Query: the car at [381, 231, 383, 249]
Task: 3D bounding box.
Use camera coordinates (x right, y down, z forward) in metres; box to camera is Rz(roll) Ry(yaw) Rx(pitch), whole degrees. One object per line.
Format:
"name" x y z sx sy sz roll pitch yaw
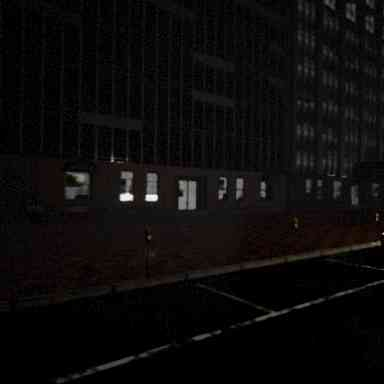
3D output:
"car" 9.223 1.555 13.142 4.097 1.590 1.967 1 0 -36
